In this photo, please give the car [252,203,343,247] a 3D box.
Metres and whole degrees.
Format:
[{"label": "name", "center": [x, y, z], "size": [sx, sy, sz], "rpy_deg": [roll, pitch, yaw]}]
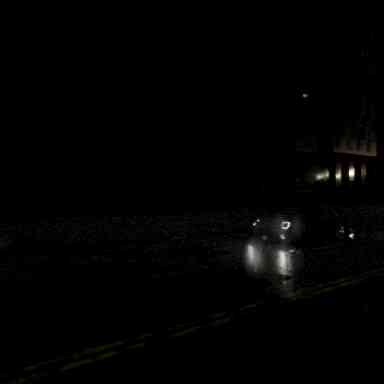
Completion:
[{"label": "car", "center": [4.837, 1.335, 15.125], "size": [4.553, 1.767, 2.097], "rpy_deg": [0, 0, -36]}]
